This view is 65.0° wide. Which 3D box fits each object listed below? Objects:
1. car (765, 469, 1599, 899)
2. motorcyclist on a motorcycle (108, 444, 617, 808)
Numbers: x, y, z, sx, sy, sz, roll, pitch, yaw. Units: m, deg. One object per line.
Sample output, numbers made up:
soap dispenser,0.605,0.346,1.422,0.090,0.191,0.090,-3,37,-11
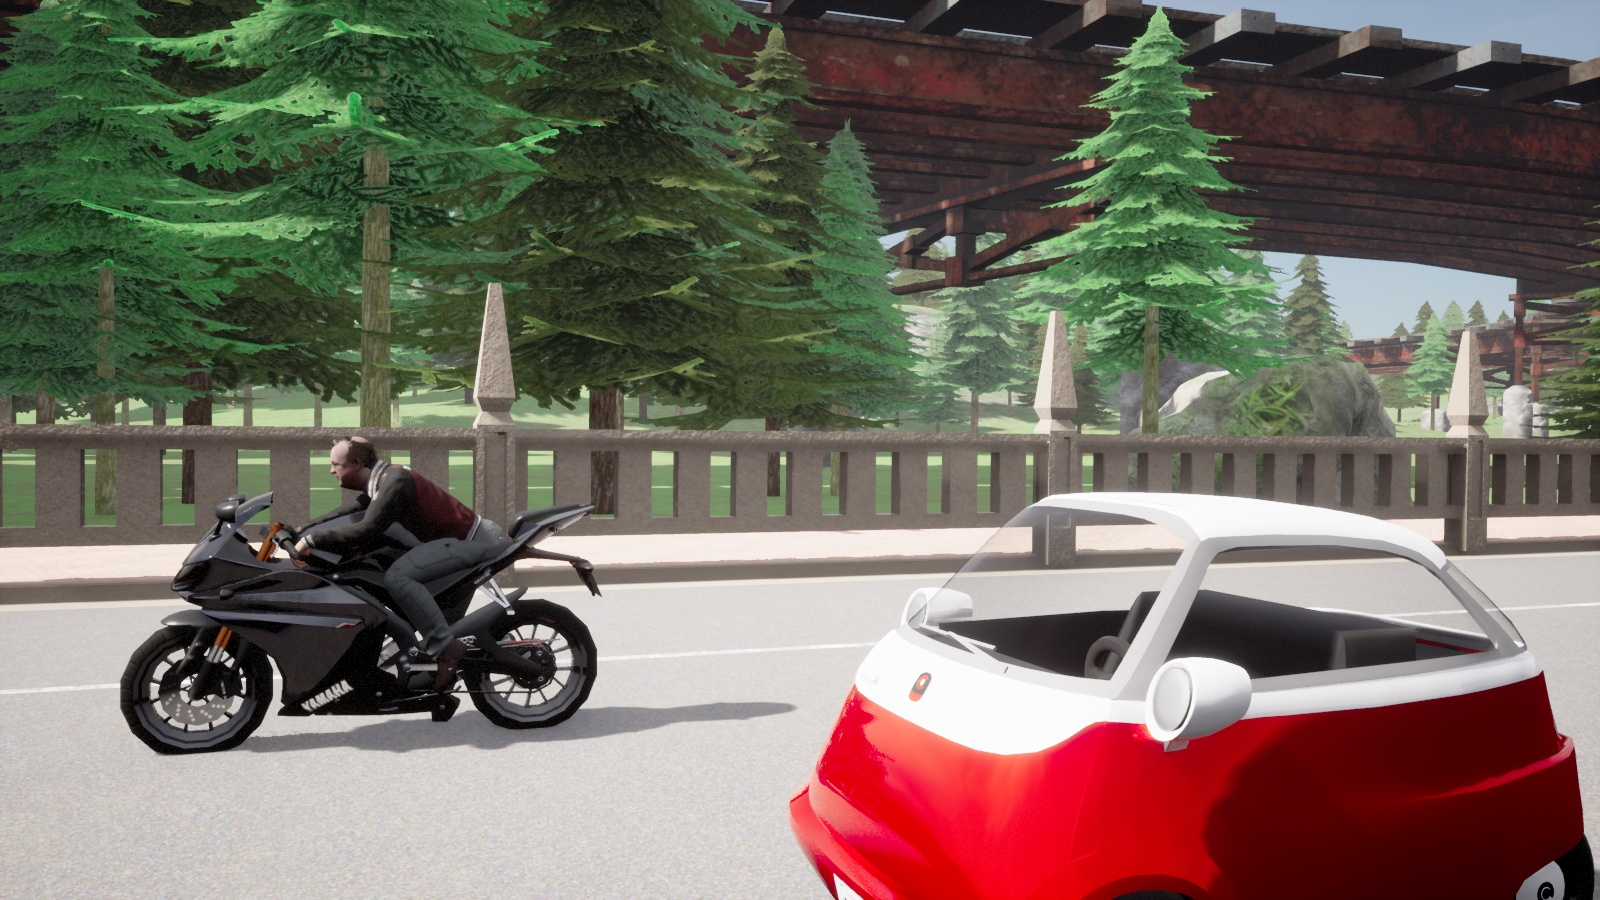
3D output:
car,1.187,0.780,3.690,2.207,1.376,1.481,-1,1,-21
motorcyclist on a motorcycle,-2.089,0.755,6.190,2.191,1.530,0.866,-1,1,-21
